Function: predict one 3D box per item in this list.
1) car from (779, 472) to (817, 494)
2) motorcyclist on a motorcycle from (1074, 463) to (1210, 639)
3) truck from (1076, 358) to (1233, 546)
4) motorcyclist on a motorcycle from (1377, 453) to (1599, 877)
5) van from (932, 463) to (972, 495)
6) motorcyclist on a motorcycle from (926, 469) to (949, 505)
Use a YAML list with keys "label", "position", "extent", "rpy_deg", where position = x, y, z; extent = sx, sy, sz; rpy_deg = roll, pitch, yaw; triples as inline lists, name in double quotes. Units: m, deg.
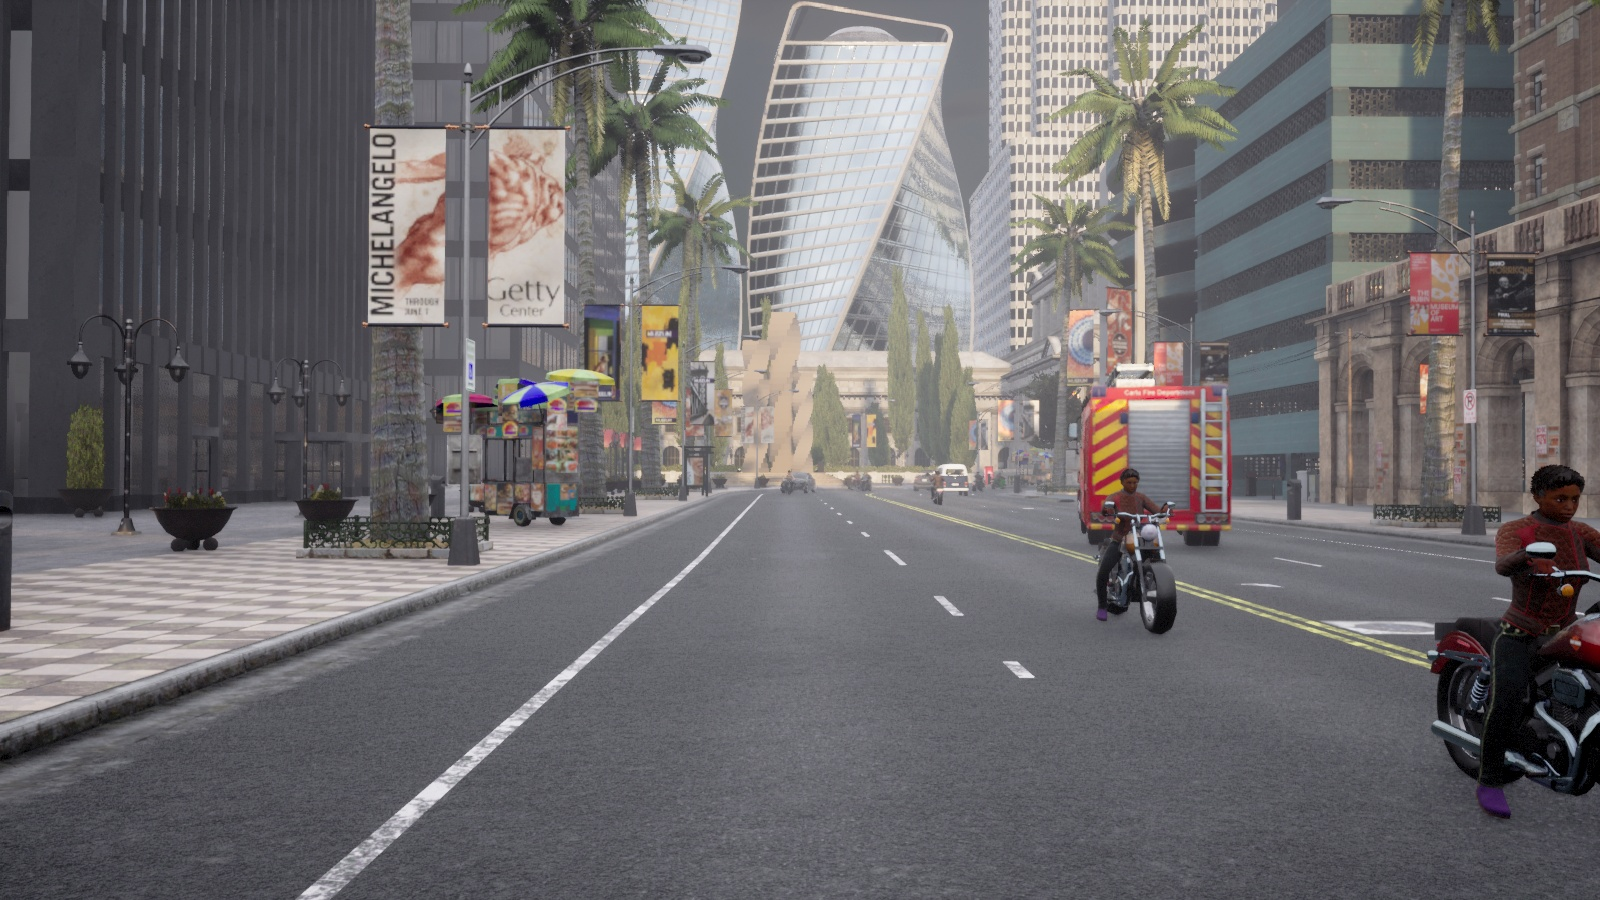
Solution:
- label: "car"
  position: [-0.106, 2.304, 88.601]
  extent: [1.837, 1.490, 4.892]
  rpy_deg: [-1, -1, 11]
- label: "motorcyclist on a motorcycle"
  position: [3.486, 0.969, 13.029]
  extent: [0.766, 1.649, 2.350]
  rpy_deg: [0, -1, 0]
- label: "truck"
  position: [8.167, 0.118, 29.925]
  extent: [2.891, 3.827, 8.468]
  rpy_deg: [0, -1, 11]
- label: "motorcyclist on a motorcycle"
  position: [3.492, 0.844, 5.565]
  extent: [0.766, 1.649, 2.350]
  rpy_deg: [0, -1, 0]
- label: "van"
  position: [9.806, 1.861, 81.335]
  extent: [2.069, 2.038, 4.480]
  rpy_deg: [0, -1, 0]
- label: "motorcyclist on a motorcycle"
  position: [6.521, 1.739, 59.717]
  extent: [0.766, 1.649, 2.350]
  rpy_deg: [0, -1, -1]
